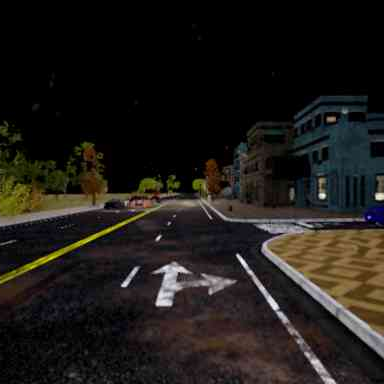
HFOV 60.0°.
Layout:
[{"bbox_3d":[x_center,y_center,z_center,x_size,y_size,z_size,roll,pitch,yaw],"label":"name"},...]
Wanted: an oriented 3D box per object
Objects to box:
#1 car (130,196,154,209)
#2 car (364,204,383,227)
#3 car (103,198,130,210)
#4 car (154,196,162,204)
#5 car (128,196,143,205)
[{"bbox_3d":[-6.581,1.314,43.574,2.097,1.767,4.553,0,0,0],"label":"car"},{"bbox_3d":[12.242,1.203,18.380,5.008,1.535,1.882,-1,0,-1],"label":"car"},{"bbox_3d":[-9.838,1.511,42.582,2.033,1.411,5.357,0,0,0],"label":"car"},{"bbox_3d":[-6.528,1.474,60.099,1.812,1.442,4.674,0,0,0],"label":"car"},{"bbox_3d":[-9.794,1.454,58.191,1.837,1.490,4.892,0,0,0],"label":"car"}]
